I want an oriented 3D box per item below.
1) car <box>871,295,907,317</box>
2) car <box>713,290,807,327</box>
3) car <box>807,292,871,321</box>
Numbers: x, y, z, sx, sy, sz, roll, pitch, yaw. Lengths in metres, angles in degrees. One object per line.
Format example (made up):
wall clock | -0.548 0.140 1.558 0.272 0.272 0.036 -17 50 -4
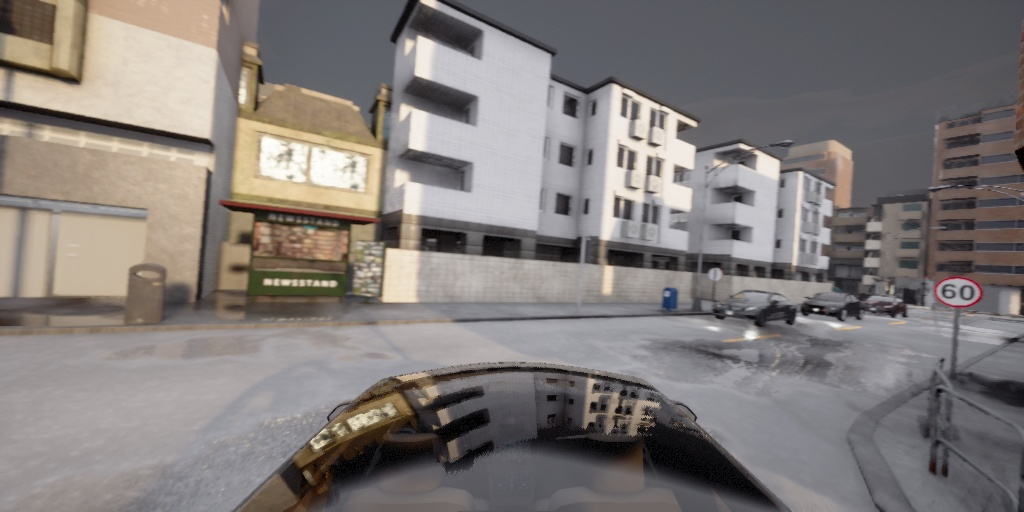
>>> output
car | 27.270 3.611 26.301 4.674 1.442 1.812 5 -1 -32
car | 11.112 2.269 16.234 4.674 1.442 1.812 5 -1 -32
car | 18.859 2.892 21.068 4.892 1.490 1.837 5 -1 -32
